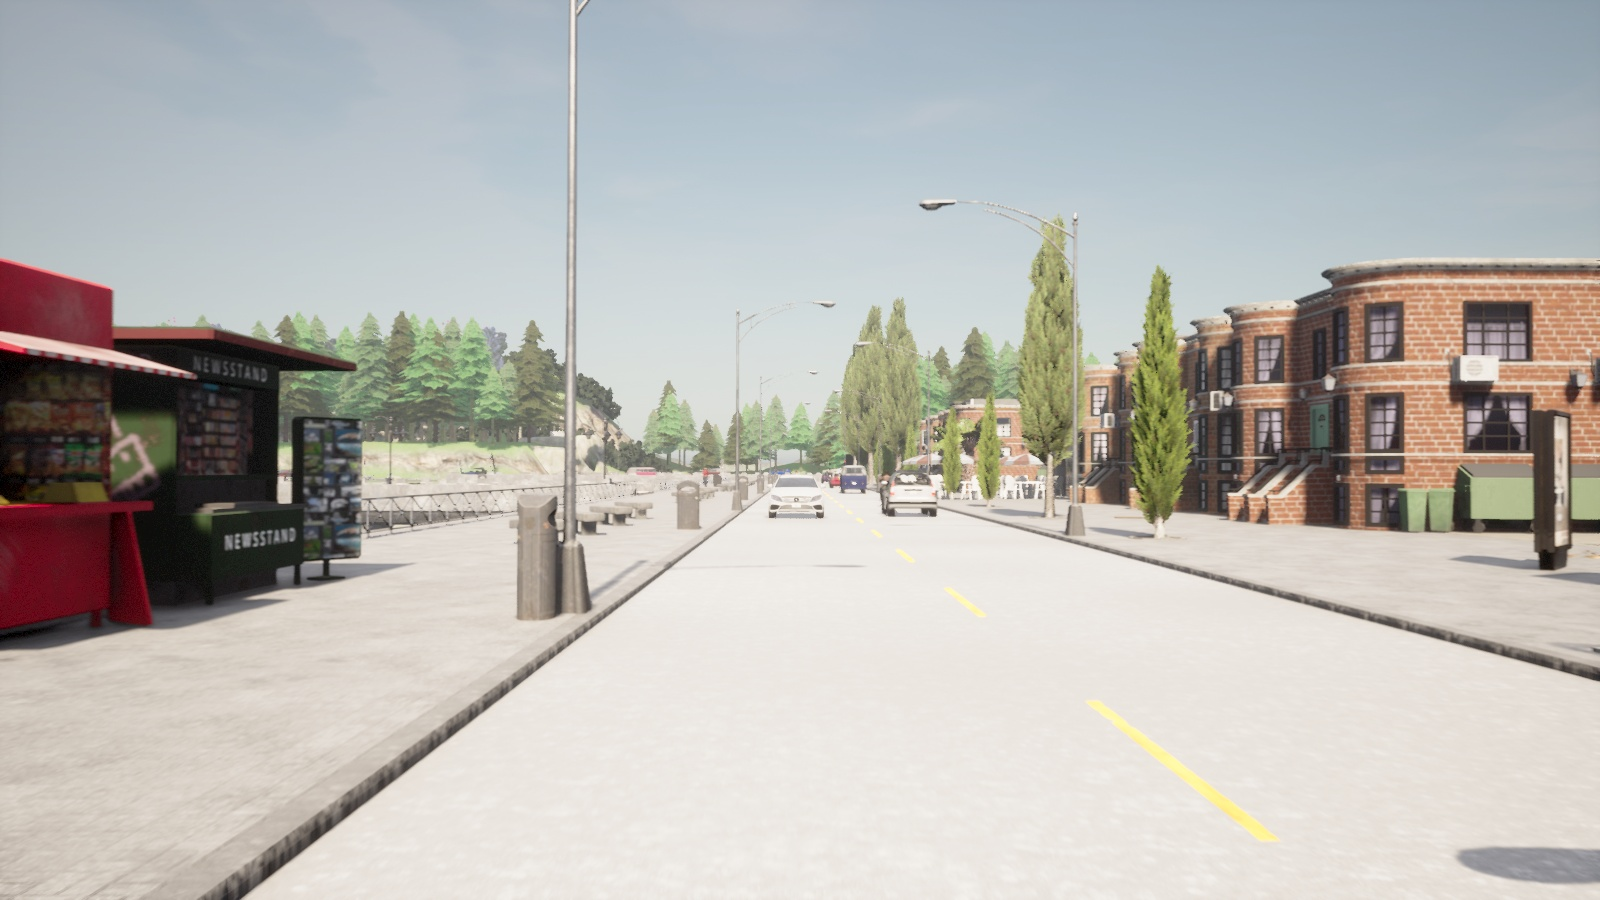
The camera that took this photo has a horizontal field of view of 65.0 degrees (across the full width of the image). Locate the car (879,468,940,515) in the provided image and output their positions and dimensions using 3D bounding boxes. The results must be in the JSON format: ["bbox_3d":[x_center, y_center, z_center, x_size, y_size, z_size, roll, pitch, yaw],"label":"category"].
[{"bbox_3d":[3.882,1.452,45.102,1.851,1.617,3.988,0,-1,0],"label":"car"}]

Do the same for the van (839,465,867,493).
[{"bbox_3d":[3.767,2.048,89.335,1.775,1.987,4.442,0,-1,0],"label":"van"}]

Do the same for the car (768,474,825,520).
[{"bbox_3d":[-0.110,1.555,42.639,1.812,1.442,4.674,0,-1,0],"label":"car"}]
